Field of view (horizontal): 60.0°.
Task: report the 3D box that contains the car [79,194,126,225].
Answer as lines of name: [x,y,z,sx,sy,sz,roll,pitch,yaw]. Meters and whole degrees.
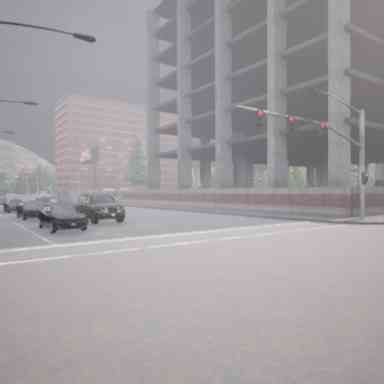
car: [-6.842,1.175,24.517,2.150,2.045,5.566,0,0,-35]

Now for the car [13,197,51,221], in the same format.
car: [-13.205,1.449,27.503,1.882,1.535,5.008,0,0,-35]

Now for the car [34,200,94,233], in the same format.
car: [-7.709,1.450,19.672,1.882,1.535,5.008,0,0,-35]

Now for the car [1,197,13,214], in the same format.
car: [-18.971,1.474,35.762,1.837,1.490,4.892,0,1,-35]

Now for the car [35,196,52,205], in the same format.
car: [-26.090,1.433,58.484,1.837,1.490,4.892,0,0,-35]

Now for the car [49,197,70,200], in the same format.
car: [-12.520,1.457,32.633,1.837,1.490,4.892,0,0,-35]
